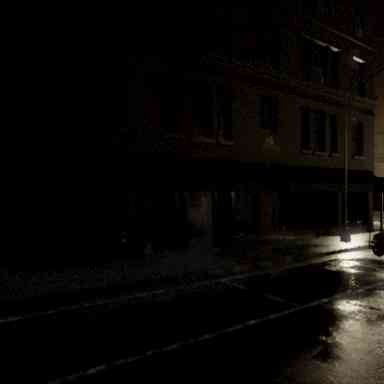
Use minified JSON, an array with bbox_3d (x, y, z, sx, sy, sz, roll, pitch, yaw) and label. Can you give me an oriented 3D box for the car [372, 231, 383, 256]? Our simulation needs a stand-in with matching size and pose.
[{"bbox_3d":[8.589,1.710,12.654,4.507,1.381,1.887,1,-1,-35],"label":"car"}]
